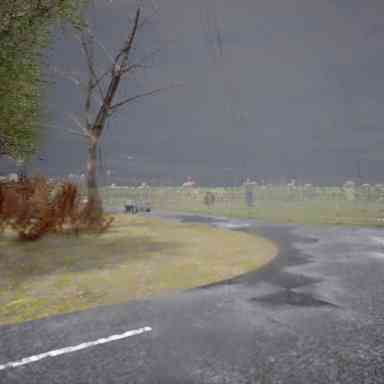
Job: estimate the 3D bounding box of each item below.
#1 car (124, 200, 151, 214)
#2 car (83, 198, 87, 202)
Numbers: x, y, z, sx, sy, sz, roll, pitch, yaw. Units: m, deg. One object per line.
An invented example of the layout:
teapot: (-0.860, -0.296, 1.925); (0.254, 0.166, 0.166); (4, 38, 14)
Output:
car: (-6.379, 1.675, 38.700); (1.837, 1.490, 4.892); (0, 0, -31)
car: (-17.416, 1.675, 57.075); (1.882, 1.535, 5.008); (0, 0, -31)
